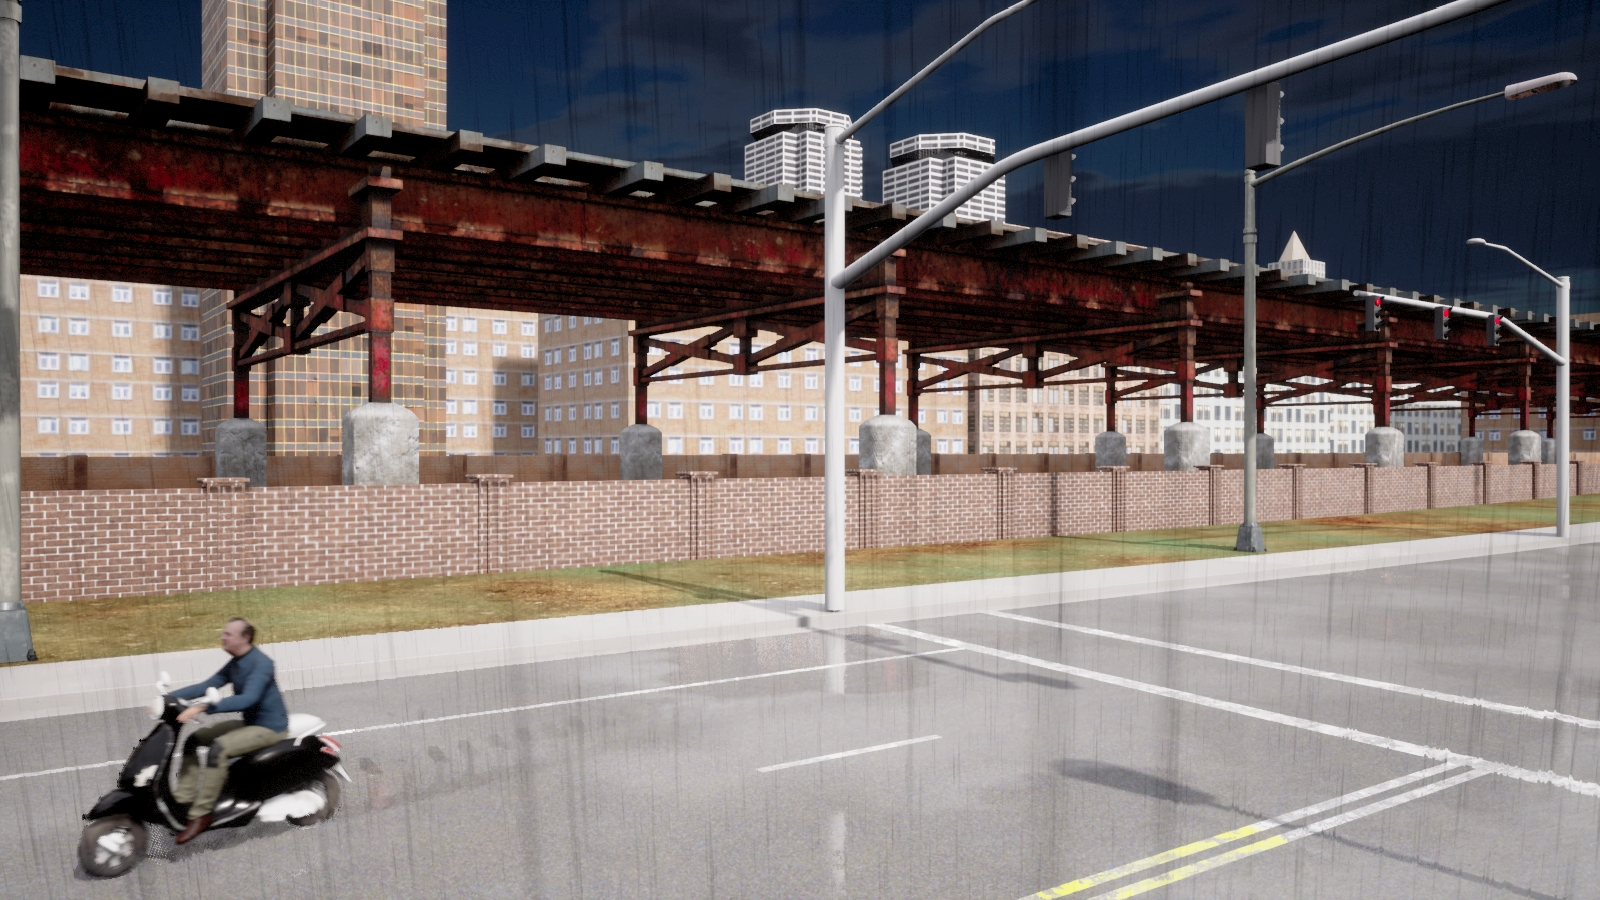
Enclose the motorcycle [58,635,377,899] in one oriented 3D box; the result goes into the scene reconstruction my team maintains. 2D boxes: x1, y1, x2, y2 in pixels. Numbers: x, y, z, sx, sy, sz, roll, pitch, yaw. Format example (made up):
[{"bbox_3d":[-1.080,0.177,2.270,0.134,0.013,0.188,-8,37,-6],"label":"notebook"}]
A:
[{"bbox_3d":[-4.038,2.129,8.026,0.856,1.341,1.805,0,0,41],"label":"motorcycle"}]
